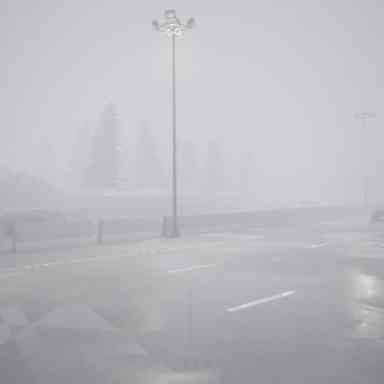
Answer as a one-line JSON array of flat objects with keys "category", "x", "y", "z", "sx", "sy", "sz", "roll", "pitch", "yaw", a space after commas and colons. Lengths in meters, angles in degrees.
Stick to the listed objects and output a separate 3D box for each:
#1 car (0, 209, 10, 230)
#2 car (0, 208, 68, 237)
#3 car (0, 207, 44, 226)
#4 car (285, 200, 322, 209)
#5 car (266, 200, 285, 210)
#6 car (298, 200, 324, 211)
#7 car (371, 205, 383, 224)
[{"category": "car", "x": -15.249, "y": 1.967, "z": 23.280, "sx": 4.181, "sy": 1.385, "sz": 1.994, "roll": 0, "pitch": -1, "yaw": -36}, {"category": "car", "x": -9.824, "y": 1.850, "z": 18.516, "sx": 5.357, "sy": 1.411, "sz": 2.033, "roll": 0, "pitch": -1, "yaw": -36}, {"category": "car", "x": -14.904, "y": 2.018, "z": 27.848, "sx": 4.181, "sy": 1.385, "sz": 1.994, "roll": 0, "pitch": -1, "yaw": -37}, {"category": "car", "x": 13.364, "y": 1.722, "z": 39.361, "sx": 2.097, "sy": 1.767, "sz": 4.553, "roll": -1, "pitch": -1, "yaw": 42}, {"category": "car", "x": 13.709, "y": 1.990, "z": 50.406, "sx": 2.128, "sy": 1.511, "sz": 4.902, "roll": -1, "pitch": -1, "yaw": 40}, {"category": "car", "x": 18.021, "y": 2.009, "z": 50.146, "sx": 2.033, "sy": 1.411, "sz": 5.357, "roll": -1, "pitch": -1, "yaw": 39}, {"category": "car", "x": 15.461, "y": 1.718, "z": 25.907, "sx": 1.812, "sy": 1.442, "sz": 4.674, "roll": -1, "pitch": -1, "yaw": 44}]
